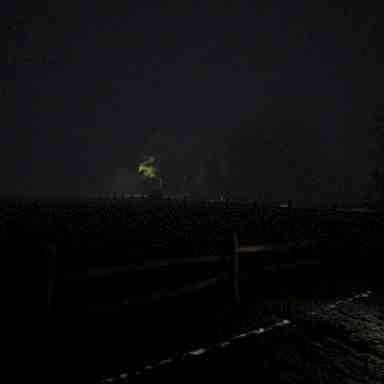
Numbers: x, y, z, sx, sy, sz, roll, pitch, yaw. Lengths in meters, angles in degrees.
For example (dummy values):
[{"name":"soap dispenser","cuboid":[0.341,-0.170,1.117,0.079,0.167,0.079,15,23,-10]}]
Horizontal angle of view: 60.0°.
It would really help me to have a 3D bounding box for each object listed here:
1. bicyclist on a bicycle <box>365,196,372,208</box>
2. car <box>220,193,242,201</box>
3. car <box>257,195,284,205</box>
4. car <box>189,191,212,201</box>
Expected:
[{"name":"bicyclist on a bicycle","cuboid":[22.764,1.289,42.824,1.656,1.620,0.582,0,1,-33]},{"name":"car","cuboid":[7.154,0.943,61.112,2.128,1.511,4.902,0,1,-33]},{"name":"car","cuboid":[11.540,1.206,49.101,1.994,1.385,4.181,0,1,-33]},{"name":"car","cuboid":[1.883,0.931,64.066,1.812,1.442,4.674,0,1,-33]}]
